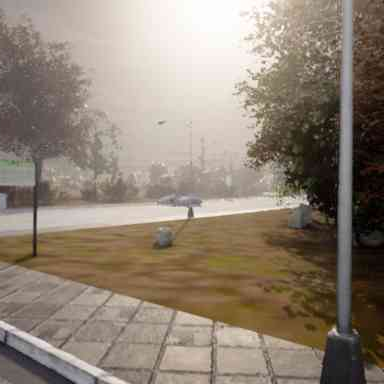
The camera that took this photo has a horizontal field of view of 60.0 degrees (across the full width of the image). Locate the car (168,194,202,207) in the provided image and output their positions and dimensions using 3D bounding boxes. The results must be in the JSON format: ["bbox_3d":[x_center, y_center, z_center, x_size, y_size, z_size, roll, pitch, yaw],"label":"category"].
[{"bbox_3d":[-0.514,1.149,43.080,1.812,1.442,4.674,1,1,37],"label":"car"}]

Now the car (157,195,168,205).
[{"bbox_3d":[-2.766,1.065,45.895,2.128,1.511,4.902,1,1,37],"label":"car"}]
